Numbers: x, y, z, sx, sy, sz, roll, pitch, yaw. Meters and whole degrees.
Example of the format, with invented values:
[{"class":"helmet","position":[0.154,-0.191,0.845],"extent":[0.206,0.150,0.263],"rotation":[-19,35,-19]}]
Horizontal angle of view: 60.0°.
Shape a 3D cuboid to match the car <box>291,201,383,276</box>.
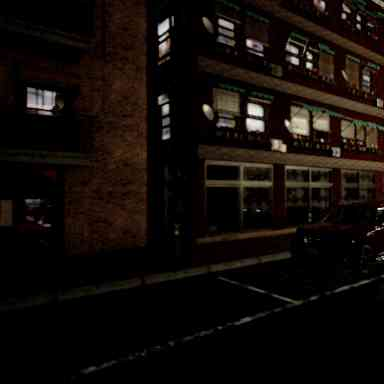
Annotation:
[{"class":"car","position":[5.273,1.245,10.326],"extent":[5.009,1.841,2.192],"rotation":[0,1,-36]}]
